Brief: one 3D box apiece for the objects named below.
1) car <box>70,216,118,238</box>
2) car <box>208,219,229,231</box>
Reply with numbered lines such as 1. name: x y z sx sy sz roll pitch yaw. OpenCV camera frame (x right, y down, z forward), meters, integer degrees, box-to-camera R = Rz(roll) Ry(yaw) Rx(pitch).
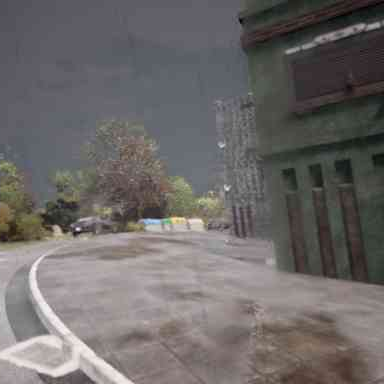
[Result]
1. car: -7.240 2.508 24.748 1.812 1.442 4.674 -8 -5 11
2. car: 4.072 4.181 42.405 2.128 1.511 4.902 -11 -11 41
